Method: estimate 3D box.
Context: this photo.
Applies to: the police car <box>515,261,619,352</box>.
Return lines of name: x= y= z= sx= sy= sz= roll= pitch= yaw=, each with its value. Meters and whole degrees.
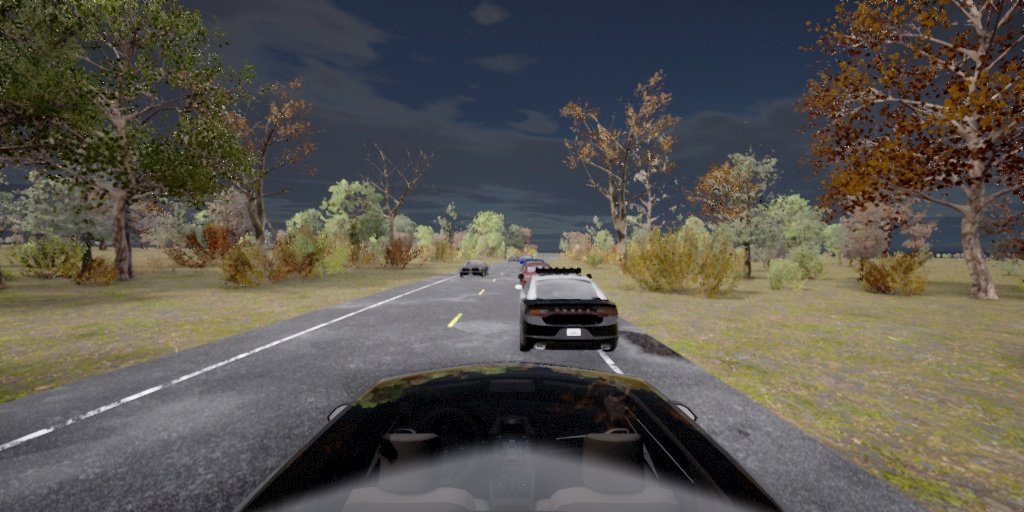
police car: x=1.107 y=1.084 z=8.796 sx=1.930 sy=1.638 sz=5.238 roll=0 pitch=1 yaw=1

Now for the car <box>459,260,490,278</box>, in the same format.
car: x=-2.936 y=1.018 z=28.469 sx=1.895 sy=1.301 sz=4.718 roll=0 pitch=1 yaw=3

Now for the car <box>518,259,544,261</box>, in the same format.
car: x=1.324 y=1.060 z=18.639 sx=1.812 sy=1.442 sz=4.674 roll=0 pitch=1 yaw=2

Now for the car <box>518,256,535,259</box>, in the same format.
car: x=1.531 y=0.967 z=24.609 sx=1.837 sy=1.490 sz=4.892 roll=0 pitch=1 yaw=2

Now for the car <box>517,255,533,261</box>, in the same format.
car: x=2.106 y=0.679 z=50.356 sx=1.882 sy=1.535 sz=5.008 roll=0 pitch=0 yaw=5
